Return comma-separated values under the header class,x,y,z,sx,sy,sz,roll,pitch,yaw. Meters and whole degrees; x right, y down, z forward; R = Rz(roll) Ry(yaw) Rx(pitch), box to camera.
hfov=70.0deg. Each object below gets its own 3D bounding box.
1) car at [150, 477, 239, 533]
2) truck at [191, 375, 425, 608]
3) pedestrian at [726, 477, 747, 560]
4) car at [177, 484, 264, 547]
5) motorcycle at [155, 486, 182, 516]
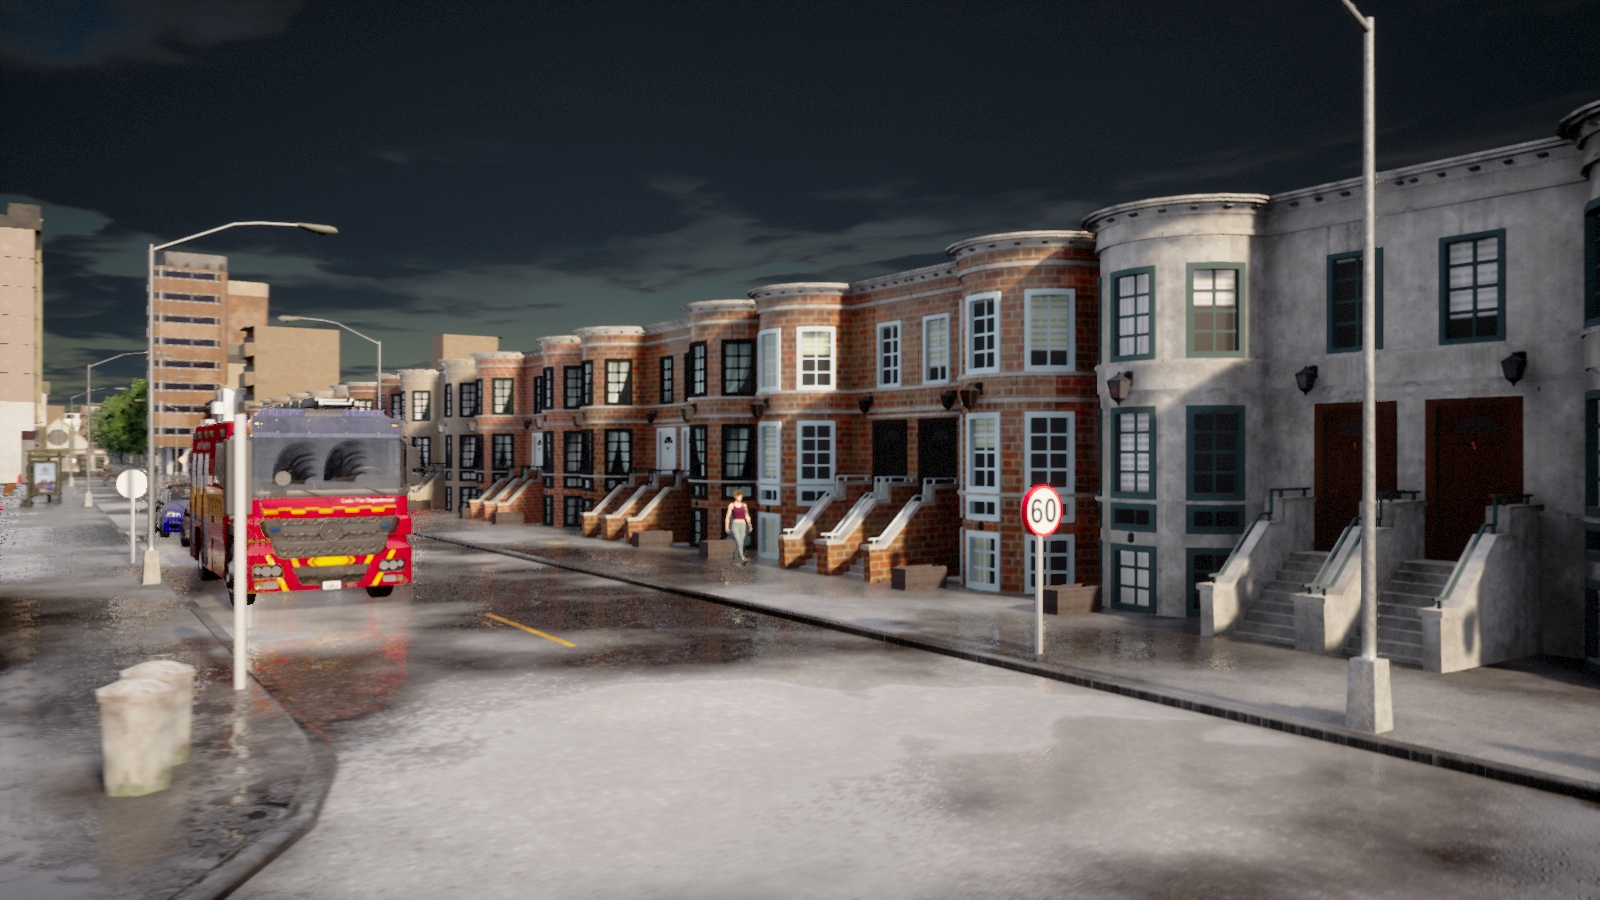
class,x,y,z,sx,sy,sz,roll,pitch,yaw
car,-20.539,1.790,38.658,2.242,1.667,4.611,0,0,-34
truck,-10.230,0.697,23.093,2.891,3.827,8.468,0,0,-33
pedestrian,-1.459,1.553,26.148,0.375,1.860,0.375,0,0,-24
car,-16.675,1.834,32.809,1.789,1.549,3.705,0,0,-34
motorcycle,-25.596,2.043,46.300,0.803,1.145,2.033,0,0,-33
